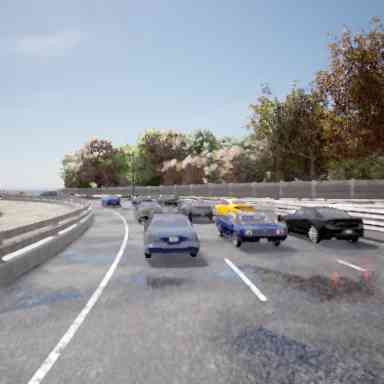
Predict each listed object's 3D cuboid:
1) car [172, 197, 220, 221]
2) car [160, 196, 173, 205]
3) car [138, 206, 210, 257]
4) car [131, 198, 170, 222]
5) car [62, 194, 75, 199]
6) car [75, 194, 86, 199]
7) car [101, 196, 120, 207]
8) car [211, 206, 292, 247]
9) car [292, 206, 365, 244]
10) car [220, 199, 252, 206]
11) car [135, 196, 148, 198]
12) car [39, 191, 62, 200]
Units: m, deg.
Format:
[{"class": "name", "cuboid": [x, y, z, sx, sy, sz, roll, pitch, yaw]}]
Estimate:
[{"class": "car", "cuboid": [0.165, 1.367, 25.462, 2.128, 1.511, 4.902, 0, 0, -15]}, {"class": "car", "cuboid": [-3.660, 1.292, 46.658, 1.837, 1.490, 4.892, 0, 1, -25]}, {"class": "car", "cuboid": [-0.911, 1.489, 12.680, 2.033, 1.411, 5.357, 0, 0, -8]}, {"class": "car", "cuboid": [-3.318, 1.437, 25.033, 2.033, 1.411, 5.357, 0, 0, -14]}, {"class": "car", "cuboid": [-30.062, 1.099, 77.910, 4.181, 1.385, 1.994, 0, 0, 42]}, {"class": "car", "cuboid": [-27.642, 1.120, 80.437, 4.718, 1.301, 1.895, 0, 0, 42]}, {"class": "car", "cuboid": [-11.489, 1.291, 46.850, 1.882, 1.535, 5.008, 0, 0, -26]}, {"class": "car", "cuboid": [2.374, 1.520, 14.591, 1.895, 1.301, 4.718, 0, 0, -8]}, {"class": "car", "cuboid": [5.769, 1.380, 15.450, 1.882, 1.535, 5.008, 0, 0, -8]}, {"class": "car", "cuboid": [3.328, 1.332, 27.191, 1.882, 1.535, 5.008, 0, 1, -15]}, {"class": "car", "cuboid": [-6.977, 1.310, 45.520, 1.837, 1.490, 4.892, 0, 1, -25]}, {"class": "car", "cuboid": [-32.527, 0.793, 75.421, 5.566, 2.045, 2.150, 0, 0, 42]}]
